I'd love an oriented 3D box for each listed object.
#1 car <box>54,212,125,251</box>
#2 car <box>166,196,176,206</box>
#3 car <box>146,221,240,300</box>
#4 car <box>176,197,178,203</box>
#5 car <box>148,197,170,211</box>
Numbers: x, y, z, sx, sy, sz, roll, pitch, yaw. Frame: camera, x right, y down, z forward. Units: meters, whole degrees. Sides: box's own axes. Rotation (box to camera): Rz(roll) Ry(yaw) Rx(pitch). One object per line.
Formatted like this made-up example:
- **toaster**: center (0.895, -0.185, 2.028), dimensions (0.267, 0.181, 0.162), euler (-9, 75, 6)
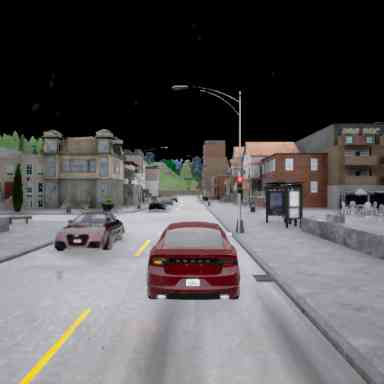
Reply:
- **car**: center (-4.101, 1.564, 13.908), dimensions (1.994, 1.385, 4.181), euler (0, 0, 0)
- **car**: center (-4.094, 1.506, 54.820), dimensions (1.837, 1.490, 4.892), euler (0, 0, 0)
- **car**: center (0.049, 1.478, 8.455), dimensions (1.882, 1.535, 5.008), euler (0, 0, 1)
- **car**: center (-4.005, 1.595, 69.898), dimensions (1.895, 1.301, 4.718), euler (0, 0, 0)
- **car**: center (-4.123, 1.601, 40.350), dimensions (1.895, 1.301, 4.718), euler (0, 0, 0)
